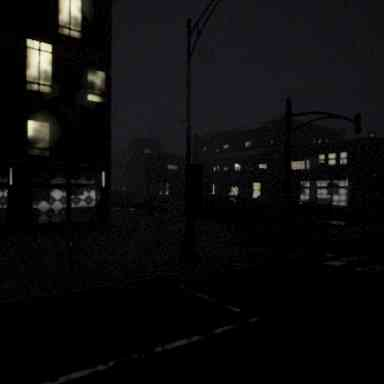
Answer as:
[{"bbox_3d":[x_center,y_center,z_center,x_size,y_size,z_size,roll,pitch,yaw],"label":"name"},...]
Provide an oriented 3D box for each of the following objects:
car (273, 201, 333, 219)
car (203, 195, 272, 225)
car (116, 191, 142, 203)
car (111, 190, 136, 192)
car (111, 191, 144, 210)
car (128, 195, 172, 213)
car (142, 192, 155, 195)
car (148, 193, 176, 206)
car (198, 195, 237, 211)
[{"bbox_3d":[9.291,1.435,27.404,1.887,1.381,4.507,1,0,-36],"label":"car"},{"bbox_3d":[2.543,1.141,22.444,2.192,1.841,5.009,1,0,-36],"label":"car"},{"bbox_3d":[-10.401,0.782,54.227,2.192,1.841,5.009,1,0,-36],"label":"car"},{"bbox_3d":[-9.359,0.769,43.030,2.150,2.045,5.566,1,1,-36],"label":"car"},{"bbox_3d":[-7.309,1.059,35.854,1.967,1.590,4.097,1,0,-36],"label":"car"},{"bbox_3d":[-4.030,1.270,31.384,1.802,1.307,4.206,1,0,-36],"label":"car"},{"bbox_3d":[-7.117,0.855,49.754,2.192,1.841,5.009,1,0,-36],"label":"car"},{"bbox_3d":[-3.840,1.163,45.285,2.008,1.369,4.403,1,0,-36],"label":"car"},{"bbox_3d":[2.727,1.193,36.345,1.967,1.590,4.097,1,0,-36],"label":"car"}]
